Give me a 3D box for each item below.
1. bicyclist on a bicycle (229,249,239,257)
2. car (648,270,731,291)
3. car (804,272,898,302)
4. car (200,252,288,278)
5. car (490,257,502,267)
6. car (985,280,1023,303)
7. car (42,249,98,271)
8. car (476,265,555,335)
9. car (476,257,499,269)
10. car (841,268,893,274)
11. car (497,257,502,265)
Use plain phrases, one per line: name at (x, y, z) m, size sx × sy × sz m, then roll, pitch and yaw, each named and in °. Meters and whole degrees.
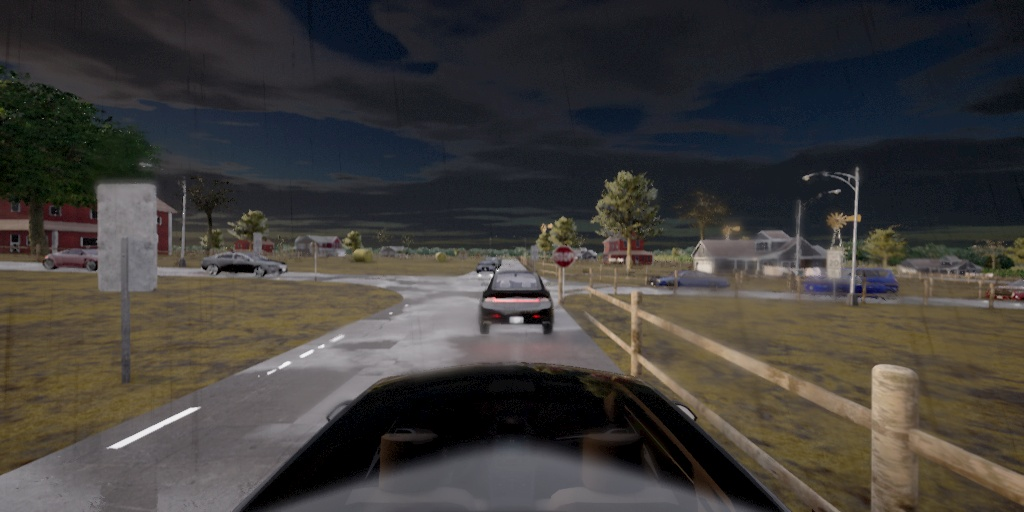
bicyclist on a bicycle at (-22.577, 0.262, 29.049) m, size 0.582 × 1.620 × 1.656 m, roll 2°, pitch 0°, yaw 0°
car at (12.783, 1.719, 25.973) m, size 5.357 × 1.411 × 2.033 m, roll 2°, pitch 0°, yaw -2°
car at (21.751, 2.019, 23.085) m, size 5.008 × 1.535 × 1.882 m, roll 2°, pitch 0°, yaw 0°
car at (-17.100, 0.522, 23.062) m, size 4.902 × 1.511 × 2.128 m, roll 2°, pitch 0°, yaw 0°
car at (-2.692, 0.977, 60.682) m, size 1.837 × 1.490 × 4.892 m, roll 0°, pitch 0°, yaw 1°
car at (37.590, 2.530, 25.990) m, size 4.553 × 1.767 × 2.097 m, roll 3°, pitch 0°, yaw 0°
car at (-27.149, 0.222, 23.065) m, size 4.181 × 1.385 × 1.994 m, roll 2°, pitch 0°, yaw 0°
car at (0.111, 1.196, 10.381) m, size 2.128 × 1.511 × 4.902 m, roll 0°, pitch 0°, yaw 0°
car at (-2.717, 1.134, 38.138) m, size 1.994 × 1.385 × 4.181 m, roll 0°, pitch 0°, yaw -1°
car at (24.522, 1.861, 26.008) m, size 5.566 × 2.045 × 2.150 m, roll 2°, pitch 0°, yaw 0°
car at (-2.760, 0.866, 49.941) m, size 2.097 × 1.767 × 4.553 m, roll 0°, pitch 0°, yaw 1°
